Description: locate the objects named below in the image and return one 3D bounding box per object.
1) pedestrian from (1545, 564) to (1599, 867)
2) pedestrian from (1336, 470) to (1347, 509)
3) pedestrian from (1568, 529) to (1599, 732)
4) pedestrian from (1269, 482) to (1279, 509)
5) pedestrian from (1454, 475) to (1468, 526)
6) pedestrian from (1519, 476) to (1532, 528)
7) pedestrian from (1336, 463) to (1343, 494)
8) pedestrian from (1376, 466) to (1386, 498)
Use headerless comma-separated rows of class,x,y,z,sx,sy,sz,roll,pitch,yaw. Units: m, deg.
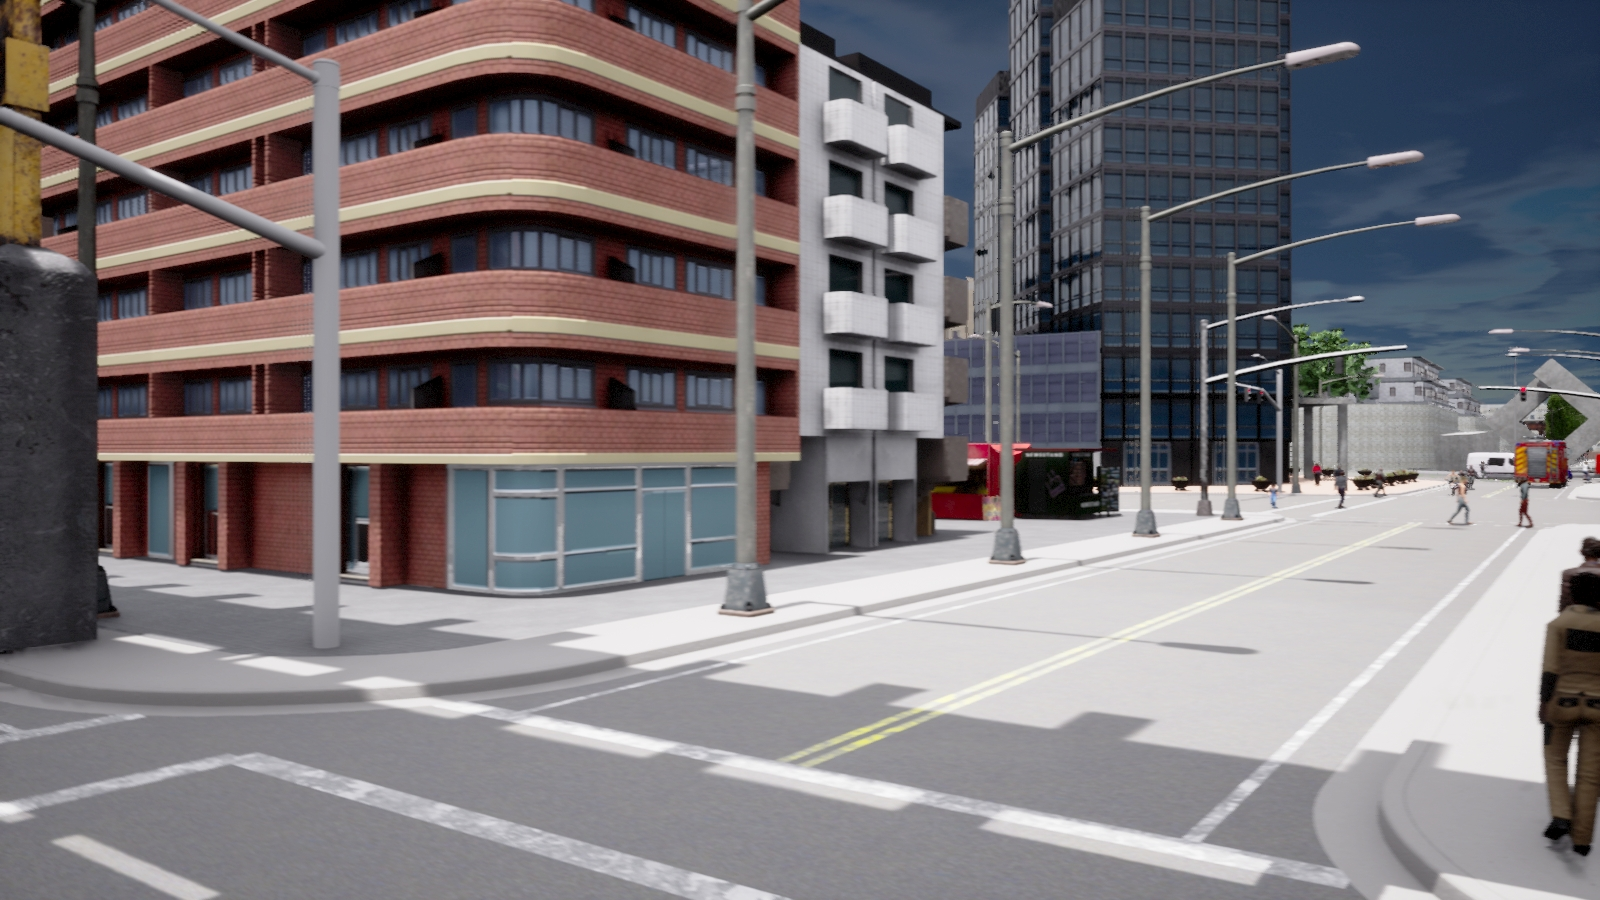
pedestrian,5.065,1.697,7.413,0.375,1.860,0.375,0,0,31
pedestrian,26.051,1.887,54.935,0.375,1.860,0.375,0,0,-43
pedestrian,7.500,1.699,10.822,0.375,1.860,0.375,0,0,34
pedestrian,22.892,2.180,55.186,0.375,1.300,0.375,0,0,38
pedestrian,24.358,1.850,42.108,0.375,1.860,0.375,0,0,20
pedestrian,25.867,1.849,40.756,0.375,1.860,0.375,0,0,35
pedestrian,32.908,1.740,69.691,0.375,1.860,0.375,0,0,23
pedestrian,34.324,1.883,67.509,0.375,1.860,0.375,0,0,-12
